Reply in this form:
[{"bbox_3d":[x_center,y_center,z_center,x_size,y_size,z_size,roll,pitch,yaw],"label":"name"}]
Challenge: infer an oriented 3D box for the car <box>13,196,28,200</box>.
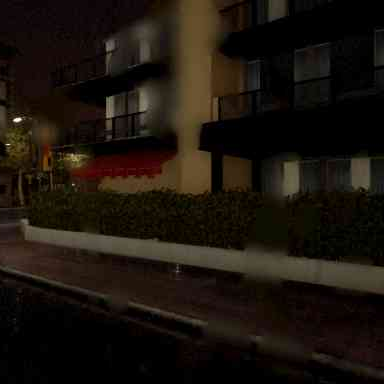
[{"bbox_3d":[-36.180,1.481,67.980,4.892,1.521,2.231,0,0,36],"label":"car"}]
